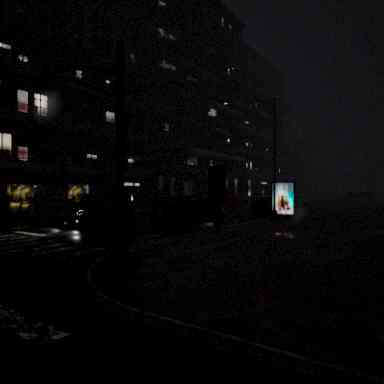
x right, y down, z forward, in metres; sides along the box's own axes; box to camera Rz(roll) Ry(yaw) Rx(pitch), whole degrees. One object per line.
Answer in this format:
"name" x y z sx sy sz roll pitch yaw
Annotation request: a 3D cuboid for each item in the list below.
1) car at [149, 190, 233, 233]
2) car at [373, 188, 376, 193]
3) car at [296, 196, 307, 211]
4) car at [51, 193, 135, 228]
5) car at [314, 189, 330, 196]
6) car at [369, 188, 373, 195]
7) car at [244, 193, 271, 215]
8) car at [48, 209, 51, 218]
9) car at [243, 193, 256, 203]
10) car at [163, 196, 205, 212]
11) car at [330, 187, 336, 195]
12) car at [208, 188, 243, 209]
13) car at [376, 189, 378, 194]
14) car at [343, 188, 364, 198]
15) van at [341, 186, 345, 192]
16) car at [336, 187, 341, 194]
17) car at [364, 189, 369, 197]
"car" -0.137 1.025 17.730 2.192 1.841 5.009 1 2 35
"car" 38.093 -0.012 72.227 1.887 1.381 4.507 1 2 35
"car" 9.419 0.964 31.359 1.947 1.339 4.313 1 2 35
"car" -5.642 1.074 19.996 2.097 1.767 4.553 0 1 35
"car" 28.004 -0.026 72.434 1.967 1.590 4.097 2 2 35
"car" 34.907 0.095 67.686 1.887 1.381 4.507 1 2 35
"car" 6.233 1.068 26.818 1.947 1.339 4.313 1 2 35
"car" -7.032 1.009 22.492 2.192 1.841 5.009 1 2 35
"car" 5.707 0.828 40.658 2.008 1.369 4.403 2 2 35
"car" -0.663 1.068 31.579 1.802 1.307 4.206 2 2 35
"car" 31.190 -0.028 76.978 1.887 1.381 4.507 2 2 35
"car" 2.355 0.685 31.392 2.150 2.045 5.566 0 1 35
"car" 44.465 -0.221 81.309 2.008 1.369 4.403 1 2 35
"car" 28.536 0.308 58.604 1.887 1.381 4.507 1 2 35
"van" 37.561 -0.447 86.052 1.690 1.788 3.998 2 2 35
"car" 34.376 -0.240 81.515 1.967 1.590 4.097 2 2 35
"car" 31.722 0.097 63.142 1.967 1.590 4.097 1 2 35
